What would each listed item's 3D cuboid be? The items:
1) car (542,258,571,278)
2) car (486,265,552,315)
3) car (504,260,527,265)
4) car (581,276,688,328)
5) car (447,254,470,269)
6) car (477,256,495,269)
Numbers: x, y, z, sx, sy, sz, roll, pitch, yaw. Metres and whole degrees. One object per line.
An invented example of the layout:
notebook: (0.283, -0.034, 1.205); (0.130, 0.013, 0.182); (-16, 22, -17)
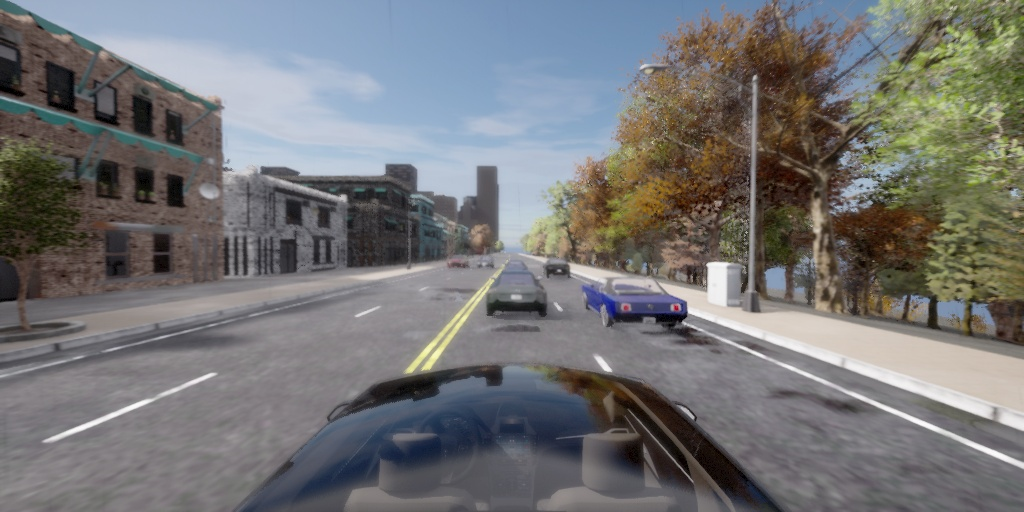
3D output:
car: (3.534, 0.926, 29.067); (1.882, 1.535, 5.008); (0, 1, 1)
car: (0.157, 1.186, 12.838); (1.994, 1.385, 4.181); (0, 1, 1)
car: (0.274, 1.007, 28.228); (1.994, 1.385, 4.181); (0, 1, 1)
car: (3.389, 1.259, 10.970); (1.895, 1.301, 4.718); (0, 1, 1)
car: (-6.293, 0.599, 42.355); (2.097, 1.767, 4.553); (0, 1, 1)
car: (-3.043, 0.756, 42.404); (2.128, 1.511, 4.902); (0, 1, 1)
